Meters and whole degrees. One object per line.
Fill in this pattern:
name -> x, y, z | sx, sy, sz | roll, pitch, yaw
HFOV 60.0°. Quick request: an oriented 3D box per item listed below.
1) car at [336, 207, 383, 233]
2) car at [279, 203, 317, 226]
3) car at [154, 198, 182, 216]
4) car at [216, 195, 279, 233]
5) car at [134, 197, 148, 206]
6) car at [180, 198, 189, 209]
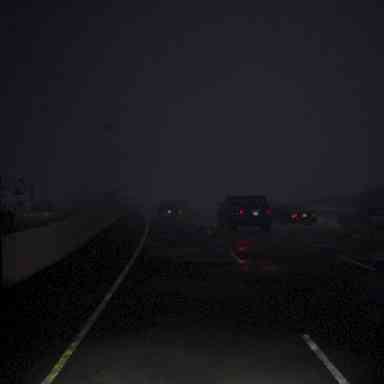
car -> 10.116, 1.466, 18.693 | 1.895, 1.301, 4.718 | -1, 0, -6
car -> 6.369, 1.466, 22.447 | 2.033, 1.411, 5.357 | -1, 0, -9
car -> -2.542, 1.551, 32.790 | 1.837, 1.490, 4.892 | 0, 0, -11
car -> 2.920, 1.187, 19.642 | 2.150, 2.045, 5.566 | 0, 0, -7
car -> -9.068, 1.671, 58.861 | 1.812, 1.442, 4.674 | 0, 0, -19
car -> -1.661, 1.564, 45.641 | 1.812, 1.442, 4.674 | 0, 0, -15
